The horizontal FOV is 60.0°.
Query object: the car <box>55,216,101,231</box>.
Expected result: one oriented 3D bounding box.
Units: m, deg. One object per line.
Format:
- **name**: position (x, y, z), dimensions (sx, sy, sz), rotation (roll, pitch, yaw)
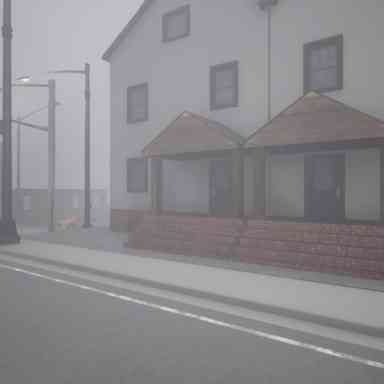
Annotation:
- **car**: position (-11.136, 3.089, 32.585), dimensions (2.097, 1.767, 4.553), rotation (0, -8, 35)
